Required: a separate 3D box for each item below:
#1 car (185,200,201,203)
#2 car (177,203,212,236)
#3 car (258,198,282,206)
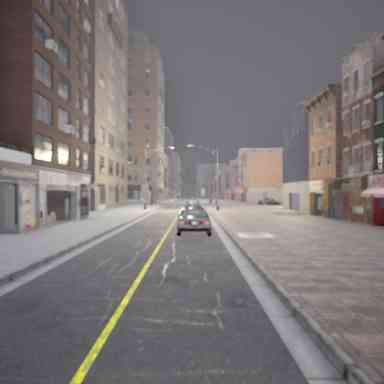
[{"bbox_3d":[0.123,1.586,39.879,1.994,1.385,4.181,0,0,0],"label":"car"},{"bbox_3d":[0.111,1.559,18.630,2.033,1.411,5.357,0,0,0],"label":"car"},{"bbox_3d":[13.252,1.726,56.256,4.313,1.339,1.947,0,-1,0],"label":"car"}]
